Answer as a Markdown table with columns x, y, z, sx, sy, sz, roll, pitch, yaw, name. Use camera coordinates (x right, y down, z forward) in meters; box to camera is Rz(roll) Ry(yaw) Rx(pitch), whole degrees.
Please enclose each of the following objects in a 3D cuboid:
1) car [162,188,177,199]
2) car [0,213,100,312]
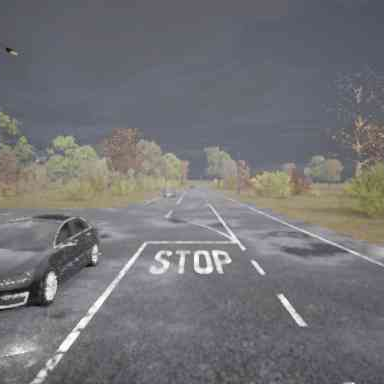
| x | y | z | sx | sy | sz | roll | pitch | yaw | name |
| --- | --- | --- | --- | --- | --- | --- | --- | --- | --- |
| -3.367 | 0.212 | 49.830 | 2.128 | 1.511 | 4.902 | 0 | 2 | 0 | car |
| -3.499 | 1.320 | 7.591 | 1.837 | 1.490 | 4.892 | 0 | 1 | 0 | car |
